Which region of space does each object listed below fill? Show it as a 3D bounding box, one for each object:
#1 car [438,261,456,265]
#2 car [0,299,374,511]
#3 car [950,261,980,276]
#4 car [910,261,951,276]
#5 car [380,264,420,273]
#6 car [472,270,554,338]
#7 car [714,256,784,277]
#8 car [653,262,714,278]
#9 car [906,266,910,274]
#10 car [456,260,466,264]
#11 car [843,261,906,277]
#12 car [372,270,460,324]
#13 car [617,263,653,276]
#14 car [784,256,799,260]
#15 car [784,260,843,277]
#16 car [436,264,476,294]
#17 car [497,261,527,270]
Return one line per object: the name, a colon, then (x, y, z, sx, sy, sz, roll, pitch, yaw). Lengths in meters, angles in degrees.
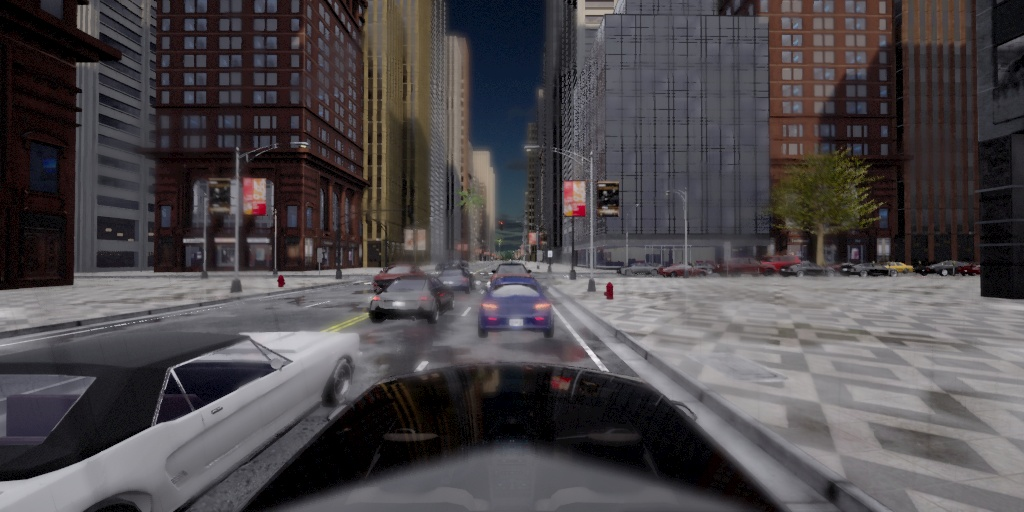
car: (-9.904, 1.543, 52.818, 1.994, 1.385, 4.181, 0, 0, 0)
car: (-3.155, 1.351, 3.262, 1.895, 1.301, 4.718, 0, 0, 0)
car: (43.467, 1.211, 32.602, 4.507, 1.381, 1.888, 0, 0, -1)
car: (42.758, 1.203, 35.215, 4.892, 1.490, 1.837, 0, -1, -1)
car: (-6.622, 1.270, 21.416, 1.882, 1.535, 5.008, 0, 0, 1)
car: (0.094, 1.284, 10.095, 1.812, 1.442, 4.674, 0, 0, 0)
car: (20.918, 1.039, 32.224, 5.009, 1.841, 2.192, 0, 0, -1)
car: (15.279, 1.325, 32.129, 4.207, 1.307, 1.802, 0, 0, -1)
car: (43.161, 1.292, 41.122, 4.829, 1.417, 1.751, 0, 0, -1)
car: (-9.893, 1.543, 63.103, 2.128, 1.511, 4.902, 0, 0, 0)
car: (32.192, 1.257, 32.412, 4.313, 1.339, 1.948, 0, 0, -1)
car: (-3.164, 1.326, 12.085, 1.994, 1.385, 4.181, 0, 0, 0)
car: (13.240, 1.383, 37.872, 4.181, 1.385, 1.994, 0, -1, -1)
car: (27.629, 0.991, 38.115, 5.566, 2.045, 2.150, -1, -1, -1)
car: (26.555, 1.273, 32.318, 4.313, 1.339, 1.948, 0, 0, -1)
car: (-3.174, 1.352, 20.473, 1.994, 1.385, 4.181, 0, 0, 0)
car: (-0.021, 1.135, 19.080, 2.097, 1.767, 4.553, 0, 0, 0)
